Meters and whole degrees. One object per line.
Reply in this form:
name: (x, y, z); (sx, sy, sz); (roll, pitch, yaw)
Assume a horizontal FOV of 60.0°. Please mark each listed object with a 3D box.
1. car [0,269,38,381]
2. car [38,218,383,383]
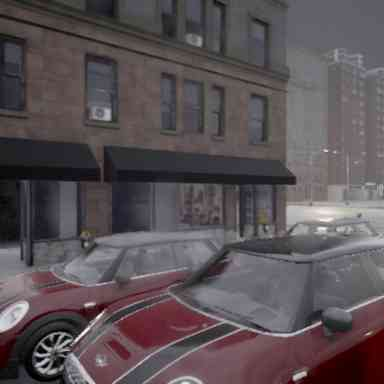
car: (-1.138, 1.439, 5.376); (4.097, 1.590, 1.967); (0, 0, -35)
car: (0.964, 1.350, 3.759); (4.553, 1.767, 2.097); (0, 0, -35)
